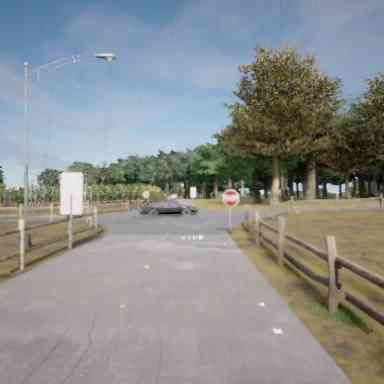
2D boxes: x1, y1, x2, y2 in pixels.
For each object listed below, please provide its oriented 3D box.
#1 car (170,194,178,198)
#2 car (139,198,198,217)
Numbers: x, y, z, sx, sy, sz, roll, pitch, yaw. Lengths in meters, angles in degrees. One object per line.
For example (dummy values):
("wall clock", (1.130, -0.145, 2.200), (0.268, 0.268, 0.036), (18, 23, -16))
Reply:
("car", (-4.736, 1.195, 87.811), (1.812, 1.442, 4.674), (0, 0, 0))
("car", (-2.157, 1.549, 30.748), (5.357, 1.411, 2.033), (-2, 0, 0))
